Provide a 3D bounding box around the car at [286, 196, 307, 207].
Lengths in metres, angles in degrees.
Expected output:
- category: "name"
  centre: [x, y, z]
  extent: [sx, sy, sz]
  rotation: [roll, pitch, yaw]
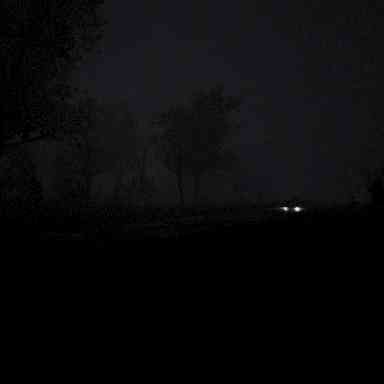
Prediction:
- category: "car"
  centre: [14.765, 1.353, 46.972]
  extent: [1.837, 1.490, 4.892]
  rotation: [-1, 0, 35]
